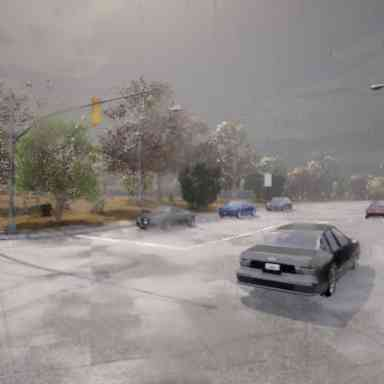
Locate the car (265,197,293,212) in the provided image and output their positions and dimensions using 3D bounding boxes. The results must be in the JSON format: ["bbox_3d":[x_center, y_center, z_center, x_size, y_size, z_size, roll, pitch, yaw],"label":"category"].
[{"bbox_3d":[10.338,1.376,39.398,2.097,1.767,4.553,0,0,32],"label":"car"}]

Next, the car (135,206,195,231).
[{"bbox_3d":[-1.573,1.557,20.764,1.994,1.385,4.181,0,0,34],"label":"car"}]

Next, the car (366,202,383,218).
[{"bbox_3d":[16.715,1.579,29.586,1.994,1.385,4.181,0,0,34],"label":"car"}]

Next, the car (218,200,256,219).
[{"bbox_3d":[4.060,1.473,29.443,1.882,1.535,5.008,0,0,32],"label":"car"}]

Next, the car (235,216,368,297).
[{"bbox_3d":[3.035,1.544,8.712,2.033,1.411,5.357,0,0,35],"label":"car"}]
